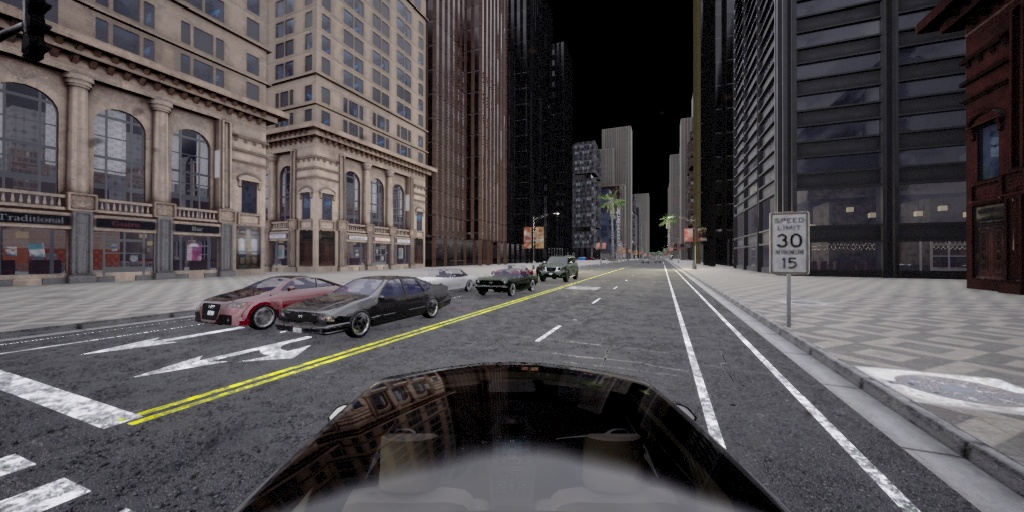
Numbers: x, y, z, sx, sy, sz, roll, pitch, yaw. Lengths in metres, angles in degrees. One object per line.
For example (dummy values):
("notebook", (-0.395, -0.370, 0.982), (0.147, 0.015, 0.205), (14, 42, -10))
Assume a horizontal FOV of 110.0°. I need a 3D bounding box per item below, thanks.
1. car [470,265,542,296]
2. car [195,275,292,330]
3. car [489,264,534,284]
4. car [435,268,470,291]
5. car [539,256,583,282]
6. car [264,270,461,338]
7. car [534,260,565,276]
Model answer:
("car", (-0.177, 1.358, 19.479), (1.895, 1.301, 4.718), (0, 0, 23))
("car", (-7.135, 1.315, 11.247), (1.994, 1.385, 4.181), (0, 0, 23))
("car", (0.081, 1.364, 28.523), (1.895, 1.301, 4.718), (0, 0, 23))
("car", (-3.762, 1.357, 19.332), (1.895, 1.301, 4.718), (0, 0, 23))
("car", (3.951, 0.987, 29.347), (2.150, 2.045, 5.566), (0, 0, 22))
("car", (-3.874, 1.299, 10.631), (2.033, 1.411, 5.357), (0, 0, 23))
("car", (4.051, 1.251, 37.925), (1.882, 1.535, 5.008), (0, 0, 23))
